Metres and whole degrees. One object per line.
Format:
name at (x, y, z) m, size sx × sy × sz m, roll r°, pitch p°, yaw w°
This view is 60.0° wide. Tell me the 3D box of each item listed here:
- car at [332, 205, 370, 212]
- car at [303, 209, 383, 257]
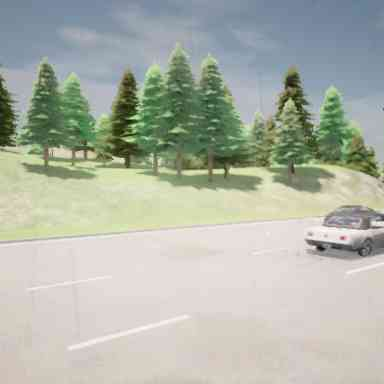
car at (9.398, 1.458, 19.049) m, size 4.181 × 1.385 × 1.994 m, roll 0°, pitch 0°, yaw -36°
car at (6.409, 1.530, 12.612) m, size 4.718 × 1.301 × 1.895 m, roll 0°, pitch 0°, yaw -36°
